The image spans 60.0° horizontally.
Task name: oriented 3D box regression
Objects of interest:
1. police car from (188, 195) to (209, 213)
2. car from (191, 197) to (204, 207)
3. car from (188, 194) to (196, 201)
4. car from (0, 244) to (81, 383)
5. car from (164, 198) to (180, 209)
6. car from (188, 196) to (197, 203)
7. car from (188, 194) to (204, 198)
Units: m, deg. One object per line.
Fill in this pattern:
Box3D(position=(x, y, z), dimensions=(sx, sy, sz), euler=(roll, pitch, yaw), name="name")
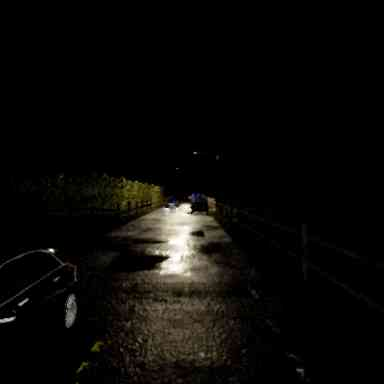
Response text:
Box3D(position=(0.844, 1.472, 37.105), dimensions=(1.930, 1.638, 5.238), euler=(0, 0, 0), name="police car")
Box3D(position=(0.852, 1.562, 52.994), dimensions=(1.882, 1.535, 5.008), euler=(0, 0, 0), name="car")
Box3D(position=(0.046, 1.533, 88.954), dimensions=(2.097, 1.767, 4.553), euler=(0, 0, 0), name="car")
Box3D(position=(-2.849, 1.503, 3.965), dimensions=(1.837, 1.490, 4.892), euler=(0, 0, 0), name="car")
Box3D(position=(-2.803, 1.598, 48.000), dimensions=(1.812, 1.442, 4.674), euler=(0, 0, 0), name="car")
Box3D(position=(0.037, 1.583, 72.471), dimensions=(1.895, 1.301, 4.718), euler=(0, 0, 0), name="car")
Box3D(position=(0.849, 1.295, 47.025), dimensions=(2.150, 2.045, 5.566), euler=(0, 0, 0), name="car")
